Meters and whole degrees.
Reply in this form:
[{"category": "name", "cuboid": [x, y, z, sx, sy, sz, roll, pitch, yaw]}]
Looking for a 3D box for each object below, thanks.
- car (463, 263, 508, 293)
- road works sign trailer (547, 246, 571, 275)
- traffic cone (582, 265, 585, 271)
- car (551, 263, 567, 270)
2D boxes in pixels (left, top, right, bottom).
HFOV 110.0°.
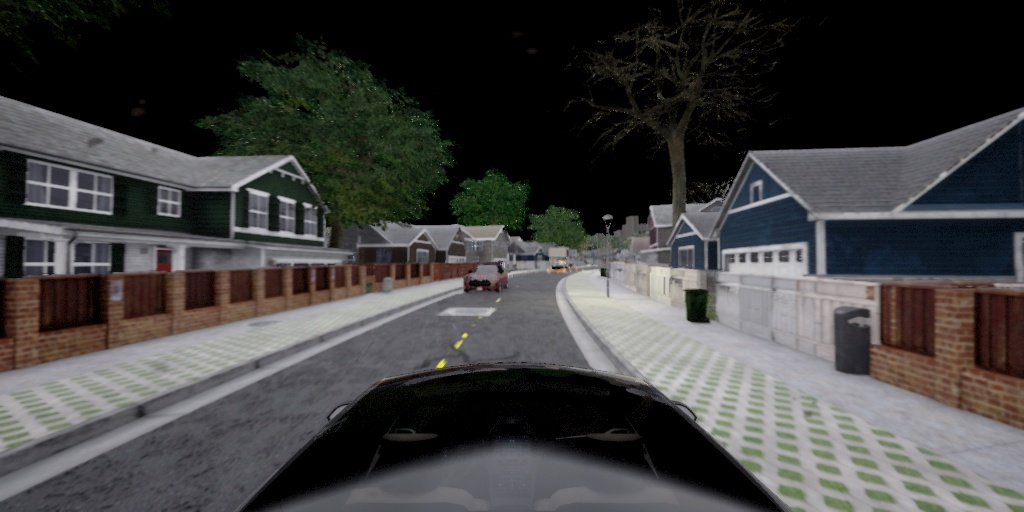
[{"category": "car", "cuboid": [-1.501, 1.242, 21.865, 2.097, 1.767, 4.553, 0, 0, 7]}, {"category": "road works sign trailer", "cuboid": [5.803, 0.573, 45.436, 2.380, 3.560, 2.880, 0, 0, 17]}, {"category": "traffic cone", "cuboid": [11.319, 2.188, 57.349, 0.340, 0.580, 0.340, 0, 0, 17]}, {"category": "car", "cuboid": [8.014, 1.880, 61.109, 1.895, 1.301, 4.718, 0, -1, 21]}]
